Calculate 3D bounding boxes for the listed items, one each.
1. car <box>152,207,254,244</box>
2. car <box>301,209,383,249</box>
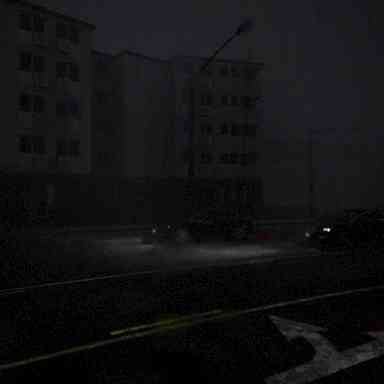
[{"bbox_3d":[0.562,1.505,15.687,4.892,1.490,1.837,0,-1,-23],"label":"car"},{"bbox_3d":[7.115,1.490,14.426,4.902,1.511,2.128,0,0,-17],"label":"car"}]
